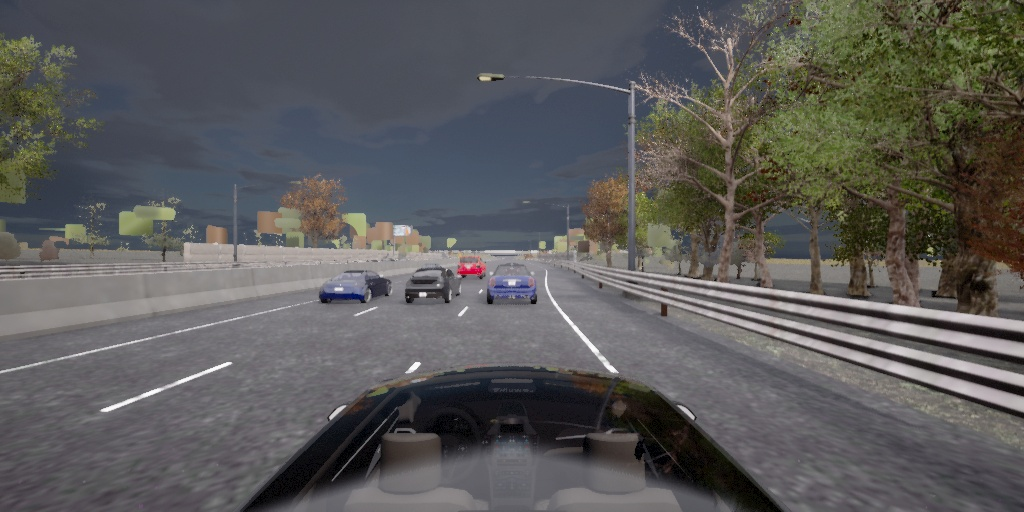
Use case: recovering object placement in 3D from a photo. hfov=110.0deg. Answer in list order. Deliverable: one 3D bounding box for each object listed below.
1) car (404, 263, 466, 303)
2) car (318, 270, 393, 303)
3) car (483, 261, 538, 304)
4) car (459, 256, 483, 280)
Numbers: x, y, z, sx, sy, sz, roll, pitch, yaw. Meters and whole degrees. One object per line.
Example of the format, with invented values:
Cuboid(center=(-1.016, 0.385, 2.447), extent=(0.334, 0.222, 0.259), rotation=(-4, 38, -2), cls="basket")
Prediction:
Cuboid(center=(-3.500, 1.266, 16.501), extent=(1.837, 1.490, 4.892), rotation=(0, 0, 0), cls="car")
Cuboid(center=(-7.000, 1.322, 16.501), extent=(1.994, 1.385, 4.181), rotation=(0, 0, 0), cls="car")
Cuboid(center=(0.000, 1.116, 16.471), extent=(2.097, 1.767, 4.553), rotation=(0, 0, 0), cls="car")
Cuboid(center=(-3.500, 1.017, 31.532), extent=(2.150, 2.045, 5.566), rotation=(0, 0, 0), cls="car")
